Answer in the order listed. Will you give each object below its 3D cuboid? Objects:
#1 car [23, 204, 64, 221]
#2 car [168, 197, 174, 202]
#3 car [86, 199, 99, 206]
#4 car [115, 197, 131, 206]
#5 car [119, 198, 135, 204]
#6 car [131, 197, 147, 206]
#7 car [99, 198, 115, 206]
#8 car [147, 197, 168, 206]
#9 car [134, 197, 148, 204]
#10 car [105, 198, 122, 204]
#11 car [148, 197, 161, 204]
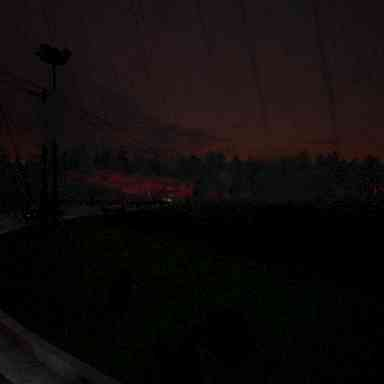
[{"bbox_3d":[-13.899,1.882,31.275,1.812,1.442,4.674,-1,0,8],"label":"car"},{"bbox_3d":[-5.491,1.930,79.672,1.882,1.535,5.008,-1,0,10],"label":"car"},{"bbox_3d":[-21.101,2.233,71.871,2.128,1.511,4.902,-1,0,10],"label":"car"},{"bbox_3d":[-14.119,1.982,71.161,2.097,1.767,4.553,-1,0,10],"label":"car"},{"bbox_3d":[-15.827,2.106,81.515,2.033,1.411,5.357,-1,0,10],"label":"car"},{"bbox_3d":[-10.685,2.193,70.467,1.895,1.301,4.718,-1,0,10],"label":"car"},{"bbox_3d":[-17.582,2.226,71.667,1.994,1.385,4.181,-1,0,10],"label":"car"},{"bbox_3d":[-7.228,1.906,69.932,2.097,1.767,4.553,-1,0,10],"label":"car"},{"bbox_3d":[-12.382,2.028,80.901,1.837,1.490,4.892,-1,0,10],"label":"car"},{"bbox_3d":[-19.272,2.144,82.130,2.033,1.411,5.357,-1,0,10],"label":"car"},{"bbox_3d":[-8.936,1.990,80.287,1.837,1.490,4.892,-1,0,10],"label":"car"}]
